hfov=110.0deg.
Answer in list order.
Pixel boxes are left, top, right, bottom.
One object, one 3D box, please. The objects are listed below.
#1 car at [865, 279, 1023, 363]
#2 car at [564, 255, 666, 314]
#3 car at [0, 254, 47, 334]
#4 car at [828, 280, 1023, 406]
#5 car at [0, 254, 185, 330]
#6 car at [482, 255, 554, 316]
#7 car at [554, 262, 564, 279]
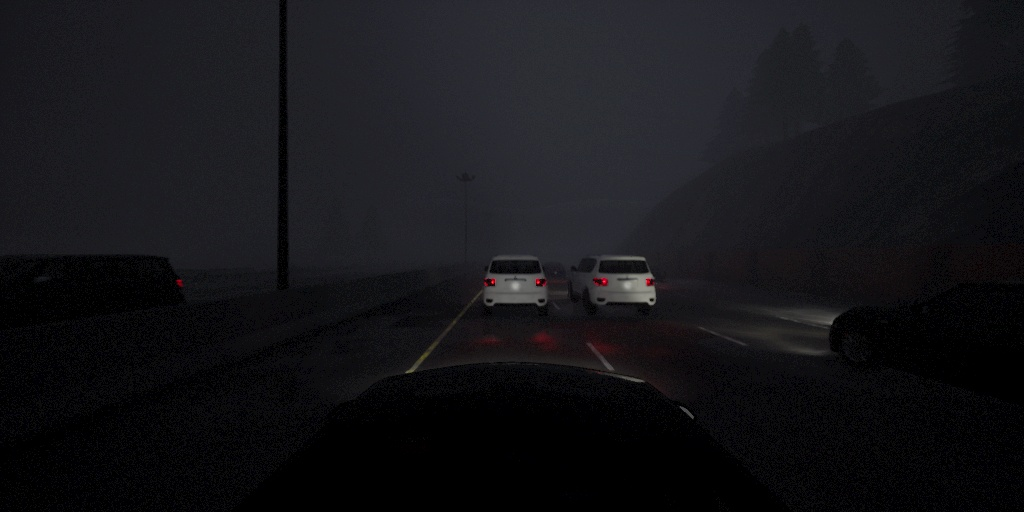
[{"bbox_3d":[10.604,1.322,7.676,1.994,1.385,4.181,0,0,0],"label":"car"},{"bbox_3d":[3.608,0.980,13.882,2.150,2.045,5.566,0,0,0],"label":"car"},{"bbox_3d":[-14.097,0.969,7.247,2.150,2.045,5.566,0,0,0],"label":"car"},{"bbox_3d":[7.101,1.107,4.945,2.097,1.767,4.553,0,0,0],"label":"car"},{"bbox_3d":[-10.596,0.971,8.076,2.150,2.045,5.566,0,0,0],"label":"car"},{"bbox_3d":[0.109,0.978,13.629,2.150,2.045,5.566,0,0,0],"label":"car"},{"bbox_3d":[3.623,1.246,32.253,1.882,1.535,5.008,0,0,0],"label":"car"}]
